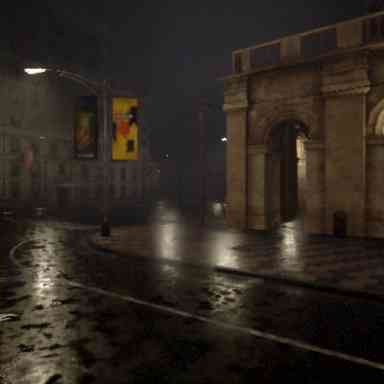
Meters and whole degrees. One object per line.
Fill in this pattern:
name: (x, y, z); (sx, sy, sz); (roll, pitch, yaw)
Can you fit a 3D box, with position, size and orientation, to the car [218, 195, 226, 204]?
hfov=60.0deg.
car: (6.596, 1.288, 61.493); (2.097, 1.767, 4.553); (0, 0, 36)
